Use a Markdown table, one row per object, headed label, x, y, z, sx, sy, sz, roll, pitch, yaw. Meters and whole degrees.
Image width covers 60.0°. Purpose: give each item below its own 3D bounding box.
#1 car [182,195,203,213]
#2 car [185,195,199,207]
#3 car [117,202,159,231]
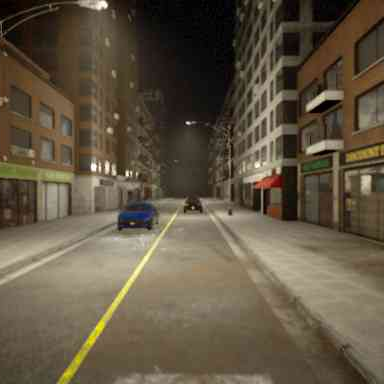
| label | x | y | z | sx | sy | sz | roll | pitch | yaw |
| --- | --- | --- | --- | --- | --- | --- | --- | --- | --- |
| car | 0.098 | 1.299 | 33.433 | 1.812 | 1.442 | 4.674 | 0 | 0 | 0 |
| car | 0.036 | 1.202 | 46.974 | 1.882 | 1.535 | 5.008 | 0 | 0 | 1 |
| car | -3.070 | 1.339 | 19.665 | 1.882 | 1.535 | 5.008 | 0 | 0 | 0 |
